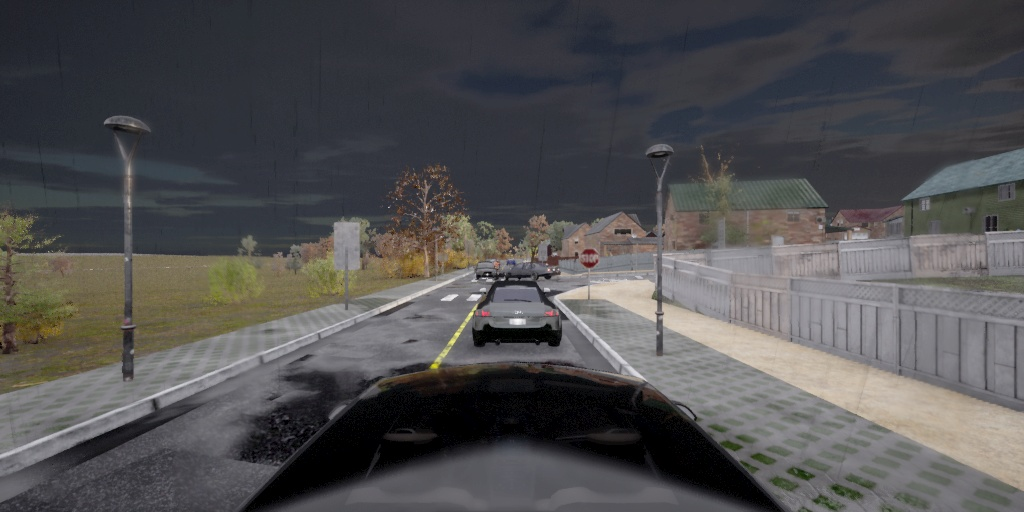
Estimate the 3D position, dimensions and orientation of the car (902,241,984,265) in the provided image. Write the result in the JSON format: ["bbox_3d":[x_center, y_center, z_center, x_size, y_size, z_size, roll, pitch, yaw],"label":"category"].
[{"bbox_3d":[23.842,-0.208,20.372,4.902,1.511,2.128,-3,0,14],"label":"car"}]

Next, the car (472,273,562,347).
[{"bbox_3d":[0.084,1.313,9.344,1.994,1.385,4.181,0,0,-1],"label":"car"}]

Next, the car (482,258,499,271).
[{"bbox_3d":[-2.969,1.120,51.080,2.097,1.767,4.553,0,0,0],"label":"car"}]

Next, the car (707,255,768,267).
[{"bbox_3d":[14.336,0.413,22.770,4.181,1.385,1.994,-3,0,16],"label":"car"}]

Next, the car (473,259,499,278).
[{"bbox_3d":[-2.324,1.257,31.264,1.837,1.490,4.892,0,0,-8],"label":"car"}]

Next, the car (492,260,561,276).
[{"bbox_3d":[1.271,1.197,28.361,5.357,1.411,2.033,-4,-3,43],"label":"car"}]
